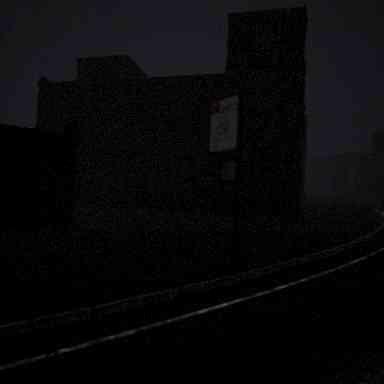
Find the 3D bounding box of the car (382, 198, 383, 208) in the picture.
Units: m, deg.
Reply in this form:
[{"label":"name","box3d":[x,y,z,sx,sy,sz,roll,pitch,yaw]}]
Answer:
[{"label":"car","box3d":[19.483,0.921,31.399,1.837,1.490,4.892,3,3,15]}]
